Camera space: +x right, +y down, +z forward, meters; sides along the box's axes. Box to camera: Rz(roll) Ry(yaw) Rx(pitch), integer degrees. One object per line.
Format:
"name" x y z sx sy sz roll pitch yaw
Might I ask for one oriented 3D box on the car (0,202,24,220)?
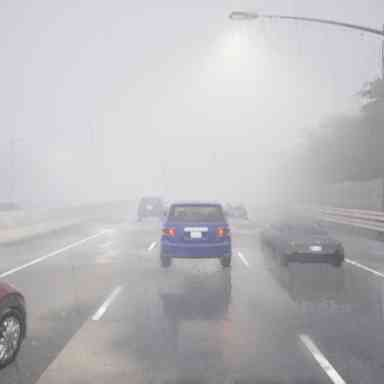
"car" -17.467 1.706 30.322 1.812 1.442 4.674 0 0 1

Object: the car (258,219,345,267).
"car" 3.627 1.634 11.736 1.994 1.385 4.181 0 0 0

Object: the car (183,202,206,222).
"car" 0.218 1.682 29.597 1.837 1.490 4.892 0 0 0

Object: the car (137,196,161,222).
"car" -3.290 1.393 28.700 2.150 2.045 5.566 0 0 0

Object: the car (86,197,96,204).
"car" -23.174 1.974 77.513 2.128 1.511 4.902 0 0 -2

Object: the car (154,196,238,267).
"car" 0.125 1.292 11.859 2.150 2.045 5.566 0 0 0

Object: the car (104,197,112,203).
"car" -16.907 1.959 72.274 2.033 1.411 5.357 0 0 1

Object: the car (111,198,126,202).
"car" -13.537 1.988 64.073 1.895 1.301 4.718 0 0 1

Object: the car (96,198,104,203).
"car" -20.310 1.989 78.298 2.033 1.411 5.357 0 0 1

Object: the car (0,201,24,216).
"car" -20.892 1.766 36.677 2.033 1.411 5.357 0 0 1

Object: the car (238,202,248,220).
"car" 3.717 1.668 29.523 2.128 1.511 4.902 0 0 0

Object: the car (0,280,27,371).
"car" -3.396 1.370 2.897 2.097 1.767 4.553 0 0 0

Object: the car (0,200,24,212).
"car" -14.013 1.494 23.945 2.097 1.767 4.553 0 0 1

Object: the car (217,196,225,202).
"car" 7.774 1.903 89.574 1.882 1.535 5.008 0 0 2
